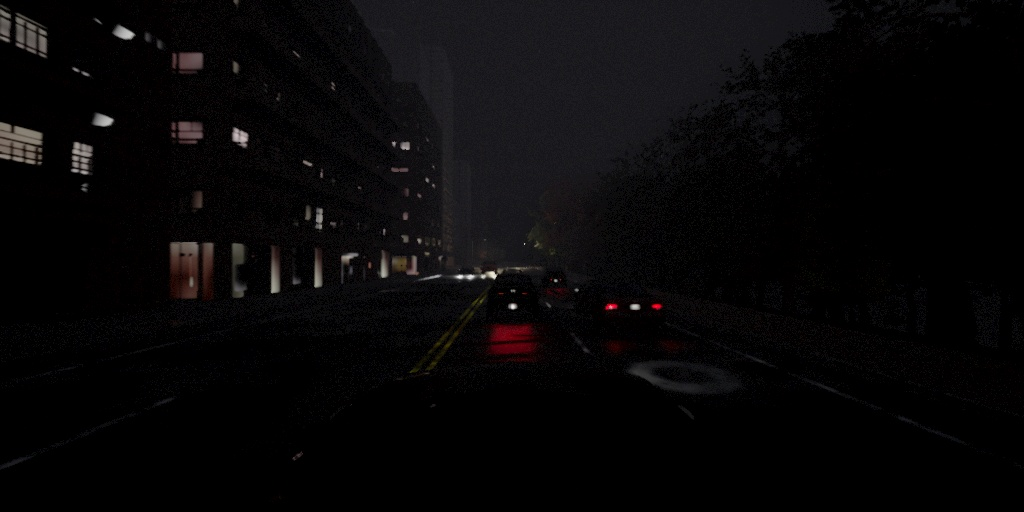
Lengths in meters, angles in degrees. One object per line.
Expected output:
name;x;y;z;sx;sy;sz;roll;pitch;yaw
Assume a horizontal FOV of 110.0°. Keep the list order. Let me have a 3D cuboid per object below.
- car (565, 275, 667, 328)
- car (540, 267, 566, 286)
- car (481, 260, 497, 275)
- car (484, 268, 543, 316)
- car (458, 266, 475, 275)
car;3.277;1.434;12.004;2.033;1.411;5.357;0;-1;1
car;3.301;1.623;29.196;1.837;1.490;4.892;0;0;0
car;-3.327;1.664;52.786;2.150;2.045;5.566;0;-1;0
car;0.049;1.421;14.167;1.837;1.490;4.892;0;0;0
car;-6.579;2.030;52.003;1.895;1.301;4.718;0;-1;0
